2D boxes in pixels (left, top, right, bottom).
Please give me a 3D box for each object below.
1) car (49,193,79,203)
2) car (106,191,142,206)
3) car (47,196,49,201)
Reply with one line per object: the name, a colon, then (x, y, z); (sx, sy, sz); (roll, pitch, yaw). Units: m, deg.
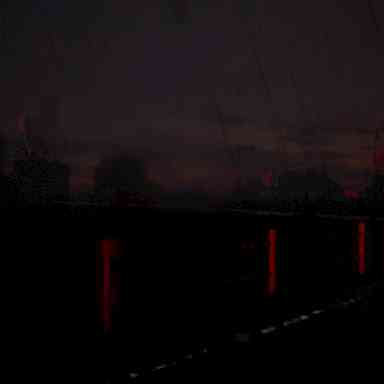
car: (-18.974, 0.953, 50.006); (4.181, 1.385, 1.994); (1, -1, 34)
car: (-9.590, 0.815, 47.052); (5.566, 2.045, 2.150); (1, 0, 33)
car: (-22.215, 0.843, 55.607); (4.902, 1.511, 2.128); (1, 0, 35)
